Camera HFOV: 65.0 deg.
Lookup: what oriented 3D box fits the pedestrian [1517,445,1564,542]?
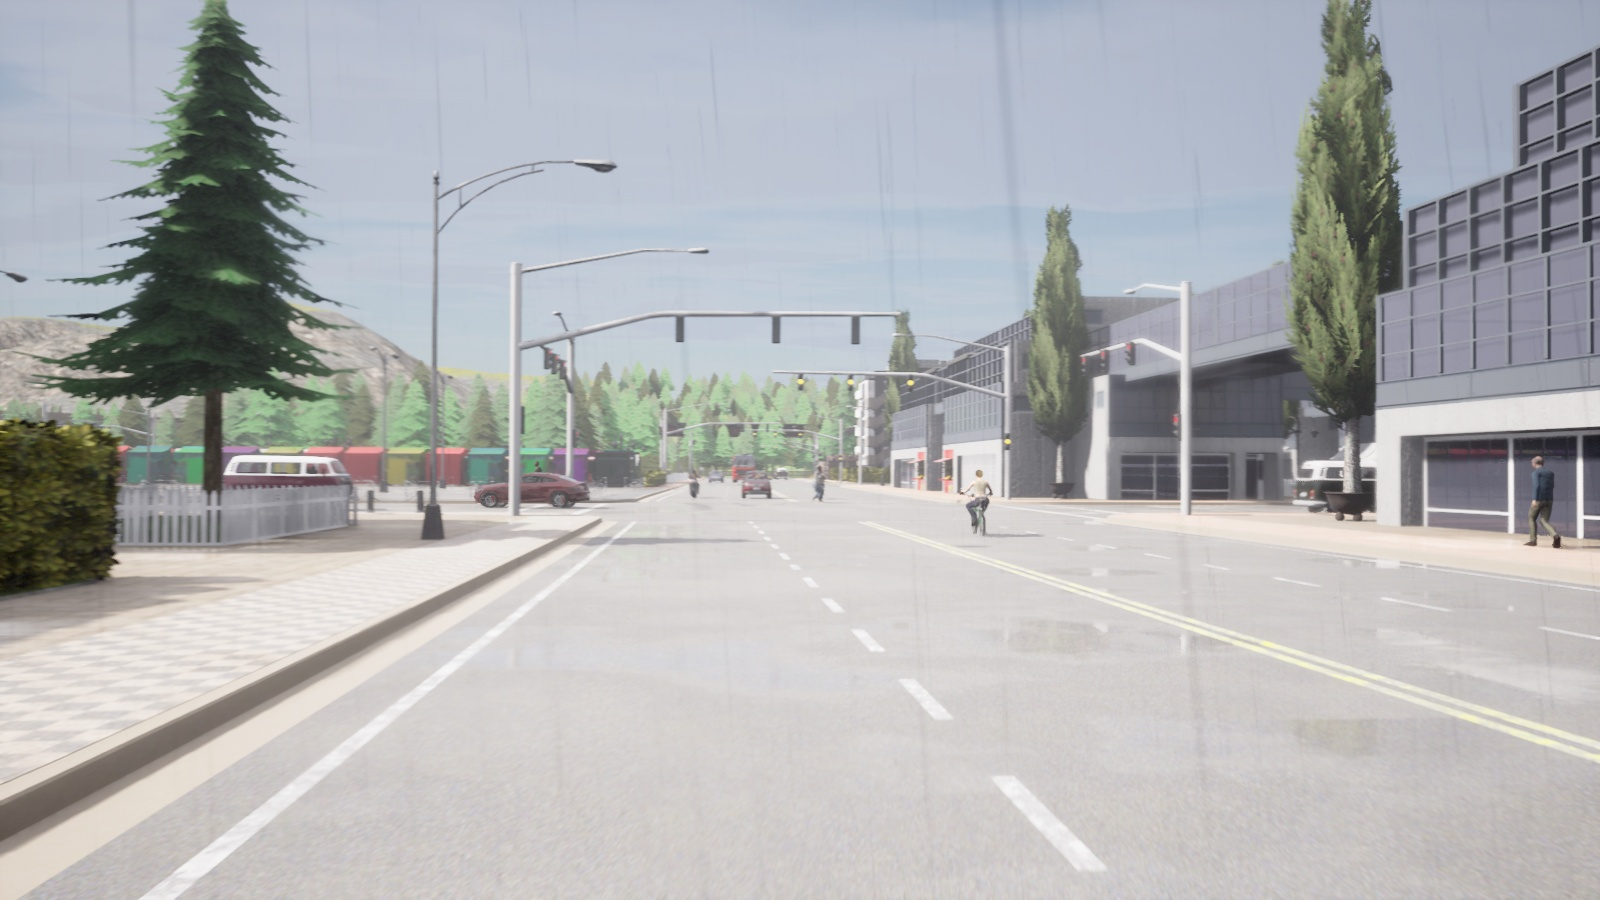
[{"bbox_3d":[14.311,0.831,24.276,0.402,1.842,0.726,0,-1,-8],"label":"pedestrian"}]

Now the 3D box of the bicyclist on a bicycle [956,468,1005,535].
[{"bbox_3d":[4.433,1.254,30.933,0.866,1.612,1.509,0,-1,-4],"label":"bicyclist on a bicycle"}]

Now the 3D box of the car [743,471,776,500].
[{"bbox_3d":[-2.312,1.998,71.348,1.789,1.549,3.705,0,-1,-3],"label":"car"}]

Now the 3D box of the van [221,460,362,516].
[{"bbox_3d":[-19.058,1.396,47.242,4.480,2.038,2.069,0,-1,-4],"label":"van"}]

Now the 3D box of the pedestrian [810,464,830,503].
[{"bbox_3d":[0.965,1.633,61.408,0.900,1.855,0.874,0,-1,6],"label":"pedestrian"}]

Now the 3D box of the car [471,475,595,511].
[{"bbox_3d":[-10.879,1.739,51.337,4.674,1.442,1.812,0,-1,2],"label":"car"}]

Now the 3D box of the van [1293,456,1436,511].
[{"bbox_3d":[21.348,1.262,47.619,4.480,2.038,2.069,0,-1,-4],"label":"van"}]
